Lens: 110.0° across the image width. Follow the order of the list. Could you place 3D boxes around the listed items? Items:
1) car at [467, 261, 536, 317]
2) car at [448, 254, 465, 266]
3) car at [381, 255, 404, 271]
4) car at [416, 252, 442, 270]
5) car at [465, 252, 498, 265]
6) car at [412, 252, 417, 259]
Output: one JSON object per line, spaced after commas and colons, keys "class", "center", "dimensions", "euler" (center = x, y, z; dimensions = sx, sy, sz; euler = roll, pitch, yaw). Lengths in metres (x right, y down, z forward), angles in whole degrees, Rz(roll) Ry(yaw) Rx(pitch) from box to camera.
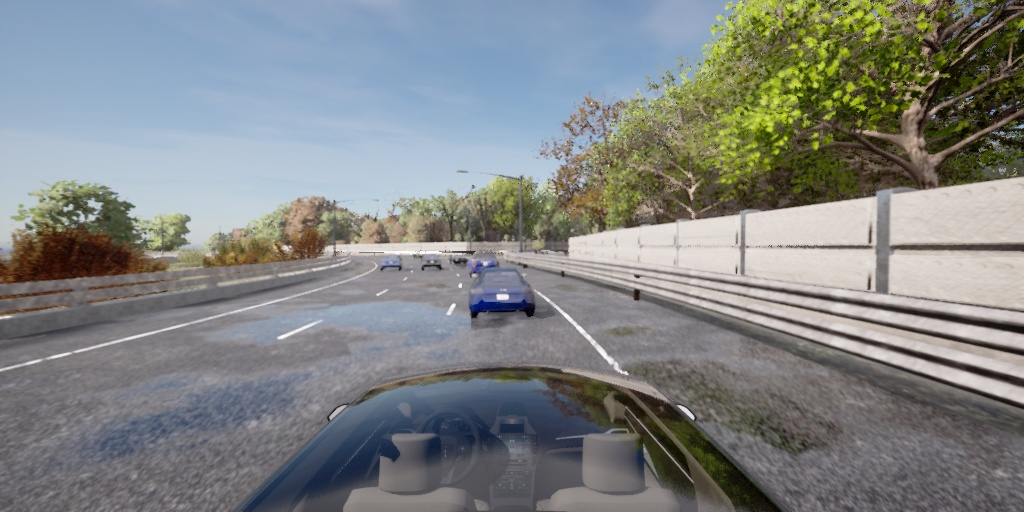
{"class": "car", "center": [-0.393, 1.058, 11.948], "dimensions": [1.994, 1.385, 4.181], "euler": [-1, 1, -4]}
{"class": "car", "center": [-6.042, 0.415, 40.565], "dimensions": [1.895, 1.301, 4.718], "euler": [-1, 2, -19]}
{"class": "car", "center": [-11.288, 0.572, 33.841], "dimensions": [2.033, 1.411, 5.357], "euler": [-1, 2, -16]}
{"class": "car", "center": [-7.770, 0.535, 34.231], "dimensions": [2.033, 1.411, 5.357], "euler": [-1, 2, -16]}
{"class": "car", "center": [-2.113, 0.499, 26.160], "dimensions": [2.097, 1.767, 4.553], "euler": [-1, 1, -10]}
{"class": "car", "center": [-15.790, -0.042, 61.597], "dimensions": [1.895, 1.301, 4.718], "euler": [-1, 2, -31]}
